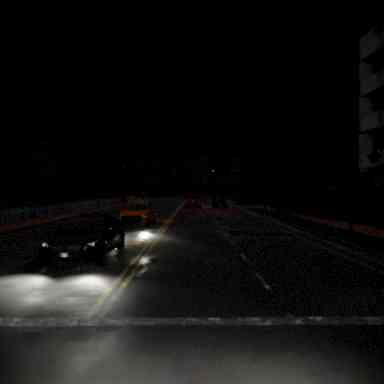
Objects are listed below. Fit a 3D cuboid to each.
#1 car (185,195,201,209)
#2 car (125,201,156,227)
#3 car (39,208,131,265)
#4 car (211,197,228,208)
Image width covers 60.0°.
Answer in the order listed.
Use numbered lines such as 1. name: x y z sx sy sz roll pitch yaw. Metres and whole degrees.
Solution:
1. car: 0.124 1.204 43.557 2.097 1.767 4.553 0 0 0
2. car: -3.546 1.402 22.113 1.882 1.535 5.008 0 0 0
3. car: -3.568 1.486 11.639 1.812 1.442 4.674 0 0 0
4. car: 3.632 1.374 44.659 1.812 1.442 4.674 0 0 0
